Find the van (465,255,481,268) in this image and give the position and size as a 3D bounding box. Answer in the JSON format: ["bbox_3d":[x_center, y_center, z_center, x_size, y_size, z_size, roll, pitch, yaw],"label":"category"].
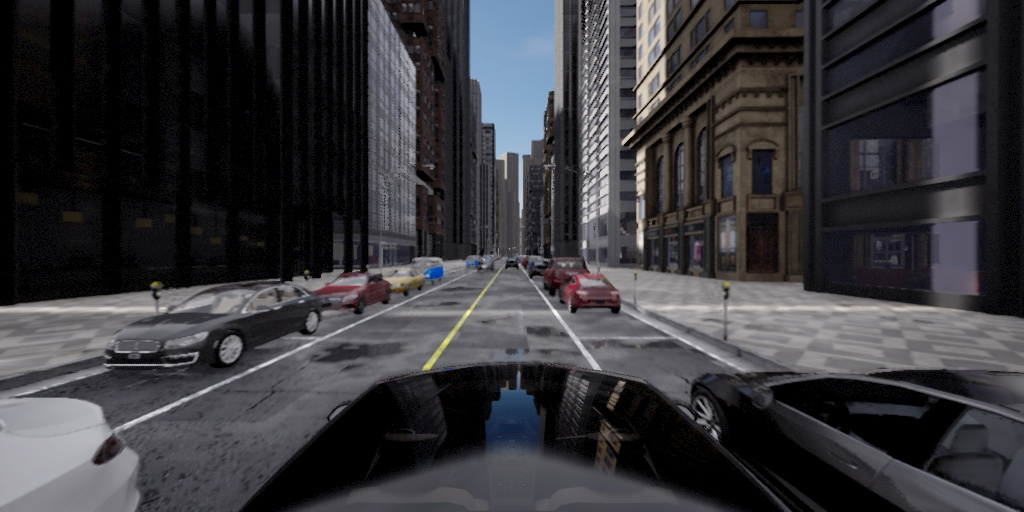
[{"bbox_3d":[-5.775,0.881,52.534,1.690,1.789,3.998,0,0,0],"label":"van"}]

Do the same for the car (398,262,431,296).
[{"bbox_3d":[-5.767,1.202,18.707,1.751,1.417,4.829,0,0,0],"label":"car"}]

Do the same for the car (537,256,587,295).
[{"bbox_3d":[2.758,0.992,18.892,2.192,1.841,5.009,0,0,0],"label":"car"}]

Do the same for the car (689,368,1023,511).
[{"bbox_3d":[2.762,1.314,2.064,1.948,1.339,4.313,0,0,0],"label":"car"}]

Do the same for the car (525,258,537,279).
[{"bbox_3d":[2.347,1.133,30.668,1.837,1.490,4.892,0,0,0],"label":"car"}]

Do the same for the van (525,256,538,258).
[{"bbox_3d":[2.752,0.926,41.328,1.690,1.789,3.998,0,0,0],"label":"van"}]

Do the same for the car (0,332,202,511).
[{"bbox_3d":[-3.112,1.283,0.183,1.812,1.442,4.674,0,0,0],"label":"car"}]

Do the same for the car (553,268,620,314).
[{"bbox_3d":[2.759,1.282,13.283,1.802,1.307,4.207,0,0,0],"label":"car"}]

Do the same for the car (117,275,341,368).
[{"bbox_3d":[-5.765,1.274,7.659,2.007,1.370,4.403,0,0,0],"label":"car"}]

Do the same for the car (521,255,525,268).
[{"bbox_3d":[2.750,0.855,52.546,2.192,1.841,5.009,0,0,0],"label":"car"}]

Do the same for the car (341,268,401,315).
[{"bbox_3d":[-5.766,1.282,13.268,1.802,1.307,4.207,0,0,0],"label":"car"}]

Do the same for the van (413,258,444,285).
[{"bbox_3d":[-5.769,0.995,24.487,1.690,1.789,3.998,0,0,0],"label":"van"}]

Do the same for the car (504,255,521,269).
[{"bbox_3d":[0.000,1.058,49.945,1.837,1.490,4.892,0,1,0],"label":"car"}]

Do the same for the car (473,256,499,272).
[{"bbox_3d":[-3.091,1.071,43.069,2.128,1.511,4.902,0,0,0],"label":"car"}]
